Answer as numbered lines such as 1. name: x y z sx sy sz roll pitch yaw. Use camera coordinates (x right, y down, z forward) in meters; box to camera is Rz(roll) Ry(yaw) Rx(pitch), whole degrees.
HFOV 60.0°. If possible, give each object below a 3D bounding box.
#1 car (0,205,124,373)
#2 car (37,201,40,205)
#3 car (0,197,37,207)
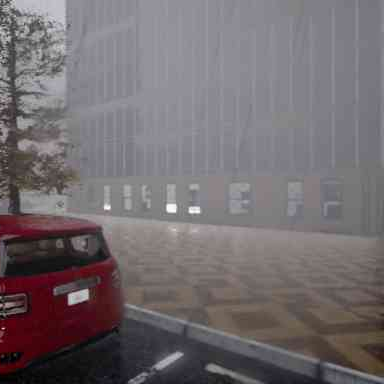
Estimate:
1. car: -3.248 1.266 5.215 5.009 1.841 2.192 1 0 36
2. car: -25.480 1.558 50.099 1.752 1.417 4.829 -1 -2 35
3. car: -21.836 1.382 40.837 1.967 1.590 4.097 -1 -2 35
